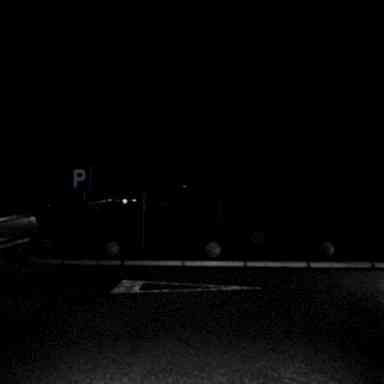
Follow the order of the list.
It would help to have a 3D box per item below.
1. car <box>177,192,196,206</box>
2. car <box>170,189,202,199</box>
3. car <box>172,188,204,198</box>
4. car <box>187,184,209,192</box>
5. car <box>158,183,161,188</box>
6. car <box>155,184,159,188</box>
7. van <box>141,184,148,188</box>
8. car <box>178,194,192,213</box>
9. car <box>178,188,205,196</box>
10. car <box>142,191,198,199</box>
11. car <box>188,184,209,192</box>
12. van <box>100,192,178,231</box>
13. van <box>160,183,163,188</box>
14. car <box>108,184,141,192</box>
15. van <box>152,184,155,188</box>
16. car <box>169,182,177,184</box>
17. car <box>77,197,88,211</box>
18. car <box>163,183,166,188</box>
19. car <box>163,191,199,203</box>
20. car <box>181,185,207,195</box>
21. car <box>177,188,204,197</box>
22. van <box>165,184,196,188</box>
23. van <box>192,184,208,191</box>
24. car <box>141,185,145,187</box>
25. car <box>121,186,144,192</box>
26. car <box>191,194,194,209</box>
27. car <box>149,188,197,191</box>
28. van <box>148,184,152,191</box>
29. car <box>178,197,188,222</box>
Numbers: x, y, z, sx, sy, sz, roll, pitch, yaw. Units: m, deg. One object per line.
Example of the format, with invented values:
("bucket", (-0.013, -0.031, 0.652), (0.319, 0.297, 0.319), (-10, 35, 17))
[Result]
("car", (-2.385, 1.036, 30.371), (4.892, 1.521, 2.231), (0, 2, 4))
("car", (-0.871, 0.358, 52.513), (4.792, 1.488, 2.163), (0, 2, 4))
("car", (-0.643, 0.149, 58.059), (5.366, 1.575, 1.946), (0, 2, 4))
("car", (1.629, -1.103, 88.486), (5.566, 2.045, 2.435), (0, 2, 4))
("car", (-11.428, -0.906, 88.778), (4.892, 1.521, 2.231), (0, 2, 4))
("car", (-11.631, -0.764, 85.986), (4.674, 1.452, 2.002), (0, 2, 4))
("van", (-12.482, -0.563, 71.987), (4.442, 1.987, 1.878), (0, 2, 4))
("car", (-2.949, 1.210, 24.851), (5.366, 1.575, 1.946), (0, 2, 4))
("car", (-0.067, -0.021, 63.580), (4.892, 1.521, 2.231), (0, 2, 4))
("car", (-2.181, 0.946, 33.137), (5.008, 1.535, 2.097), (0, 2, 4))
("car", (1.879, -1.207, 91.250), (5.566, 2.045, 2.435), (0, 2, 4))
("van", (-3.264, 1.167, 19.304), (4.442, 1.987, 1.878), (0, 2, 4))
("van", (-11.123, -1.237, 91.561), (4.442, 1.987, 1.878), (0, 2, 4))
("car", (-13.209, -0.324, 63.611), (5.566, 2.045, 2.435), (0, 2, 4))
("van", (-11.900, -0.835, 80.374), (4.442, 1.987, 1.878), (0, 2, 4))
("car", (-3.819, -0.923, 83.013), (2.150, 2.045, 5.566), (0, 2, 4))
("car", (-10.903, 1.157, 29.371), (1.895, 1.301, 4.718), (0, 2, 4))
("car", (-11.073, -1.373, 94.362), (5.566, 2.045, 2.435), (0, 2, 4))
("car", (-1.421, 0.632, 44.211), (4.674, 1.452, 2.002), (0, 2, 4))
("car", (0.476, -0.536, 71.878), (5.566, 2.045, 2.435), (0, 2, 4))
("car", (-0.236, 0.096, 60.812), (4.792, 1.488, 2.163), (0, 2, 4))
("van", (-1.109, 0.279, 46.961), (4.442, 1.987, 1.878), (0, 2, 4))
("van", (2.159, -1.291, 94.013), (4.442, 1.987, 1.878), (0, 2, 4))
("car", (-12.791, -0.210, 69.208), (4.674, 1.452, 2.002), (0, 2, 4))
("car", (-9.211, 0.298, 52.437), (1.882, 1.535, 5.008), (0, 2, 4))
("car", (-2.542, 1.154, 27.603), (4.792, 1.488, 2.163), (0, 2, 4))
("car", (-1.963, 0.732, 35.899), (4.553, 1.767, 2.185), (0, 2, 4))
("van", (-12.326, -0.743, 77.597), (4.442, 1.987, 1.878), (0, 2, 4))
("car", (-2.926, 1.334, 22.068), (4.792, 1.488, 2.163), (0, 2, 4))
